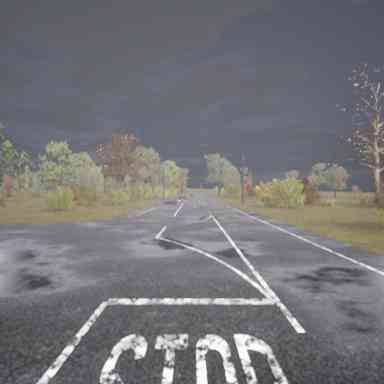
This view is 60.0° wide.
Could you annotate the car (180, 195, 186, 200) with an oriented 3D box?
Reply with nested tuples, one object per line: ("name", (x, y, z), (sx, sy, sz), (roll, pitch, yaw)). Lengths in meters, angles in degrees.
("car", (-2.584, 1.376, 87.068), (2.033, 1.411, 5.357), (0, 0, 5))

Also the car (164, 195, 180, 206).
("car", (-3.402, 1.488, 53.870), (1.994, 1.385, 4.181), (0, 0, 0))
